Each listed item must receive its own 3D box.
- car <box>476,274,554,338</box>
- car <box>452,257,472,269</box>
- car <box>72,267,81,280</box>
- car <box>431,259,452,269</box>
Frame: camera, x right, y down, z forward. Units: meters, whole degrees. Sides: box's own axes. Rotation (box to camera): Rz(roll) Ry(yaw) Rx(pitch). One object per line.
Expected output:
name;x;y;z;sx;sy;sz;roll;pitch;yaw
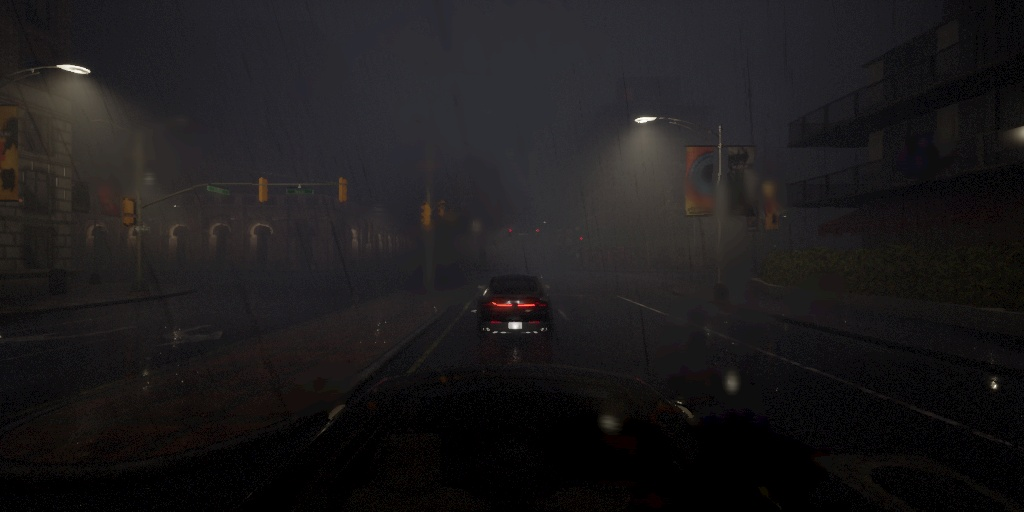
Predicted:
car;0.079;1.255;10.174;1.837;1.490;4.892;0;0;0
car;-8.040;1.276;58.371;1.812;1.442;4.674;0;0;0
car;-37.539;1.101;28.570;4.553;1.767;2.097;0;0;0
car;-11.530;1.276;58.597;1.812;1.442;4.674;0;0;0
